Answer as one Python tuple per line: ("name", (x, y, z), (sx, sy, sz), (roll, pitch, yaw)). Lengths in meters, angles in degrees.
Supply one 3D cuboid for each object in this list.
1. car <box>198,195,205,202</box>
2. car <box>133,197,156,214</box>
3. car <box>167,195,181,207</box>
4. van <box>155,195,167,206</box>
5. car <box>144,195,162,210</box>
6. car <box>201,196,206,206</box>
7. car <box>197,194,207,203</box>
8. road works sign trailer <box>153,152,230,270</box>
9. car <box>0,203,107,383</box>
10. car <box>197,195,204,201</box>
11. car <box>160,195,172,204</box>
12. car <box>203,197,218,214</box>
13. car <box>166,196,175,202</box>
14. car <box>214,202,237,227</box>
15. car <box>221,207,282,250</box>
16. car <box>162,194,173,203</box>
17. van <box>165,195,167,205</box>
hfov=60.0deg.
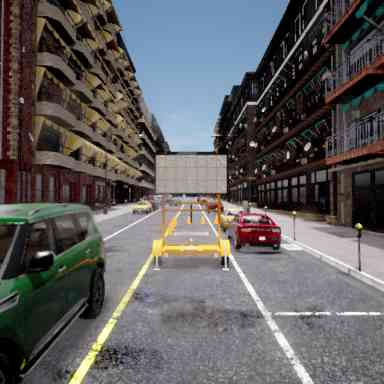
("car", (2.465, 1.678, 58.587), (1.887, 1.381, 4.507), (1, 0, 0))
("car", (-5.369, 1.589, 36.341), (1.752, 1.417, 4.829), (2, 0, 0))
("car", (-2.863, 1.612, 55.164), (2.128, 1.511, 4.902), (0, 0, 0))
("van", (-5.411, 1.474, 58.633), (1.690, 1.788, 3.998), (1, 0, 0))
("car", (-5.375, 1.394, 42.043), (2.192, 1.841, 5.009), (2, 0, 0))
("car", (2.499, 1.629, 41.996), (2.008, 1.369, 4.403), (1, 0, 0))
("car", (2.390, 1.543, 80.712), (2.192, 1.841, 5.009), (1, 0, 0))
("road works sign trailer", (-0.022, 0.475, 11.003), (2.380, 3.560, 2.880), (0, 0, 0))
("car", (-2.758, 1.225, 4.494), (2.150, 2.045, 5.566), (0, 0, 0))
("car", (2.363, 1.726, 91.774), (1.967, 1.590, 4.097), (1, 0, 0))
("car", (-5.433, 1.494, 69.694), (2.192, 1.841, 5.009), (1, 0, 0))
("car", (2.511, 1.609, 36.464), (1.887, 1.381, 4.507), (1, 0, 0))
("car", (-5.474, 1.822, 86.285), (1.947, 1.339, 4.313), (1, 0, 0))
("car", (2.545, 1.551, 20.044), (1.752, 1.417, 4.829), (1, 0, 0))
("car", (2.557, 1.561, 14.342), (1.887, 1.381, 4.507), (1, 0, 0))
("car", (-5.445, 1.518, 75.224), (2.192, 1.841, 5.009), (1, 0, 0))
("van", (-5.399, 1.454, 53.101), (1.690, 1.788, 3.998), (2, 0, 0))
